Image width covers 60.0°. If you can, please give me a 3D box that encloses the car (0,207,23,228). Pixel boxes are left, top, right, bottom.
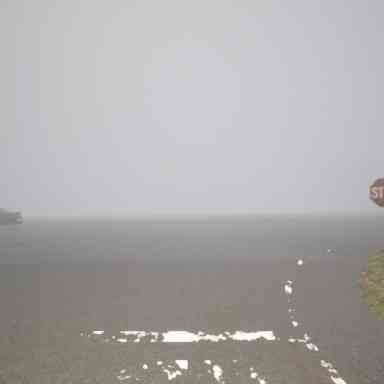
[{"bbox_3d":[-13.839,1.689,21.939,5.008,1.535,1.882,-1,-3,0],"label":"car"}]
